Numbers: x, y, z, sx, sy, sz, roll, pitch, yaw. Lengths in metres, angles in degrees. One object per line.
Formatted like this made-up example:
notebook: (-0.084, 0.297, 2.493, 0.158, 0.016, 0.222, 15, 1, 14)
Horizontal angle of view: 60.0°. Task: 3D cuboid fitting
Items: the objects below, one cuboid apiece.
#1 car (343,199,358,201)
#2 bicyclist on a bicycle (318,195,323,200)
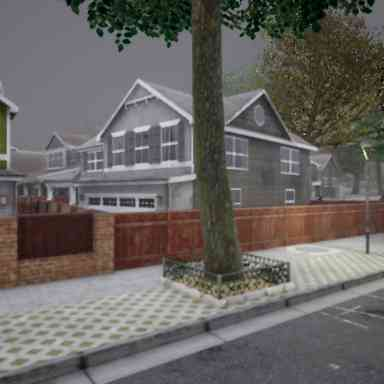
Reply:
car: (14.318, 1.429, 29.458, 5.008, 1.535, 1.882, 1, 0, 43)
bicyclist on a bicycle: (14.462, 1.215, 37.317, 0.582, 1.620, 1.656, 1, 1, 43)
